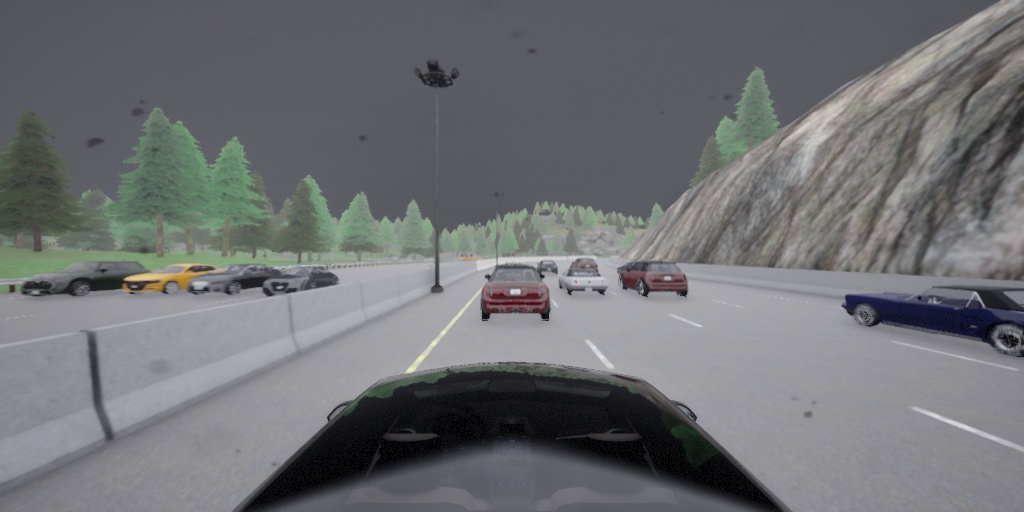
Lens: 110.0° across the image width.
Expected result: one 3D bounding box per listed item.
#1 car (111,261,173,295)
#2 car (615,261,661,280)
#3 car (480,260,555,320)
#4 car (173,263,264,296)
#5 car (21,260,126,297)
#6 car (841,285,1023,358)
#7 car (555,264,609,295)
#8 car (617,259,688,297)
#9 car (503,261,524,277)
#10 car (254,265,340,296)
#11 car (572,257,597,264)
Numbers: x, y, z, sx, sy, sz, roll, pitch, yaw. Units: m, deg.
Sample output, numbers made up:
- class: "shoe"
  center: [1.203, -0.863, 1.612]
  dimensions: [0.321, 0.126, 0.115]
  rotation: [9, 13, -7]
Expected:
- class: "car"
  center: [-17.599, 1.142, 19.194]
  dimensions: [1.882, 1.535, 5.008]
  rotation: [0, 0, 0]
- class: "car"
  center: [10.598, 1.156, 30.642]
  dimensions: [2.033, 1.411, 5.357]
  rotation: [0, 0, 0]
- class: "car"
  center: [0.099, 1.049, 12.527]
  dimensions: [2.097, 1.767, 4.553]
  rotation: [0, 0, 0]
- class: "car"
  center: [-14.099, 1.158, 18.588]
  dimensions: [2.128, 1.511, 4.902]
  rotation: [0, 0, 0]
- class: "car"
  center: [-21.099, 1.021, 18.118]
  dimensions: [2.097, 1.767, 4.553]
  rotation: [0, 0, 0]
- class: "car"
  center: [10.600, 1.319, 8.353]
  dimensions: [1.895, 1.301, 4.718]
  rotation: [0, 0, 0]
- class: "car"
  center: [3.598, 1.266, 19.020]
  dimensions: [1.895, 1.301, 4.718]
  rotation: [0, 0, 0]
- class: "car"
  center: [7.100, 1.020, 18.471]
  dimensions: [2.097, 1.767, 4.553]
  rotation: [0, 0, 0]
- class: "car"
  center: [0.109, 1.190, 34.526]
  dimensions: [1.895, 1.301, 4.718]
  rotation: [0, 0, 0]
- class: "car"
  center: [-10.599, 1.232, 18.344]
  dimensions: [1.994, 1.385, 4.181]
  rotation: [0, 0, 0]
- class: "car"
  center: [7.120, 0.936, 35.670]
  dimensions: [2.097, 1.767, 4.553]
  rotation: [0, 0, 0]
